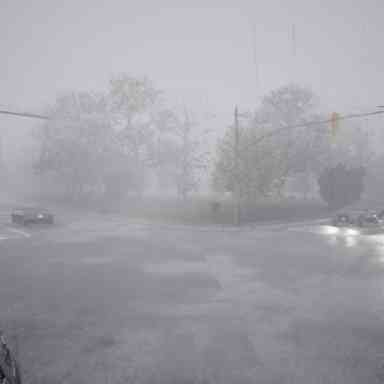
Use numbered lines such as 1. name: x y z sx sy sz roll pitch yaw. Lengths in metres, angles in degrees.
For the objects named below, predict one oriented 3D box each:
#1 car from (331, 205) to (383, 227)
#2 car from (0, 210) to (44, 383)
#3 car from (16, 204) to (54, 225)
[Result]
1. car: 11.253 1.565 22.852 4.181 1.385 1.994 0 0 -43
2. car: -3.744 1.234 1.235 5.566 2.045 2.150 0 0 -34
3. car: -11.273 1.547 23.396 1.994 1.385 4.181 0 1 -41
